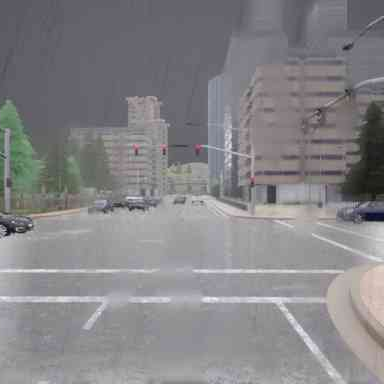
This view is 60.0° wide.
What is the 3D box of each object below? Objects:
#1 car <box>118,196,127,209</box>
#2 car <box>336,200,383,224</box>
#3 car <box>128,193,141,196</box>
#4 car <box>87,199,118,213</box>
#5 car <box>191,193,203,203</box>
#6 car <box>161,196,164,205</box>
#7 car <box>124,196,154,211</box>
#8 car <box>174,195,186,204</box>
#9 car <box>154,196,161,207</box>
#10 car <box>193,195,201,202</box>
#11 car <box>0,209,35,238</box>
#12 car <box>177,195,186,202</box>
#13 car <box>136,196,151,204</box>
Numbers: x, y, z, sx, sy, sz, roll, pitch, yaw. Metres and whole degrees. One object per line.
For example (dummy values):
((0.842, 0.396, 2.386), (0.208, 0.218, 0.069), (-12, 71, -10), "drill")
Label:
((-9.772, 1.601, 45.513), (1.895, 1.301, 4.718), (0, 0, 1), "car")
((12.948, 1.352, 24.084), (4.553, 1.767, 2.097), (0, 0, 1), "car")
((-9.659, 1.221, 55.472), (2.150, 2.045, 5.566), (0, 0, 1), "car")
((-9.846, 1.526, 36.413), (1.812, 1.442, 4.674), (0, 0, 1), "car")
((1.038, 1.221, 66.933), (2.150, 2.045, 5.566), (0, 0, 1), "car")
((-6.104, 1.477, 59.955), (1.882, 1.535, 5.008), (0, 0, 0), "car")
((-6.325, 1.547, 40.291), (2.033, 1.411, 5.357), (0, 0, 1), "car")
((-2.385, 1.563, 64.605), (1.994, 1.385, 4.181), (0, 0, 1), "car")
((-6.230, 1.564, 49.497), (1.994, 1.385, 4.181), (0, 0, 0), "car")
((1.133, 1.521, 76.618), (1.812, 1.442, 4.674), (0, 0, 1), "car")
((-10.705, 1.507, 17.098), (4.892, 1.490, 1.837), (-1, 0, 1), "car")
((-2.360, 1.478, 77.306), (1.882, 1.535, 5.008), (0, 0, 1), "car")
((-9.510, 1.491, 65.704), (2.128, 1.511, 4.902), (0, 0, 1), "car")
